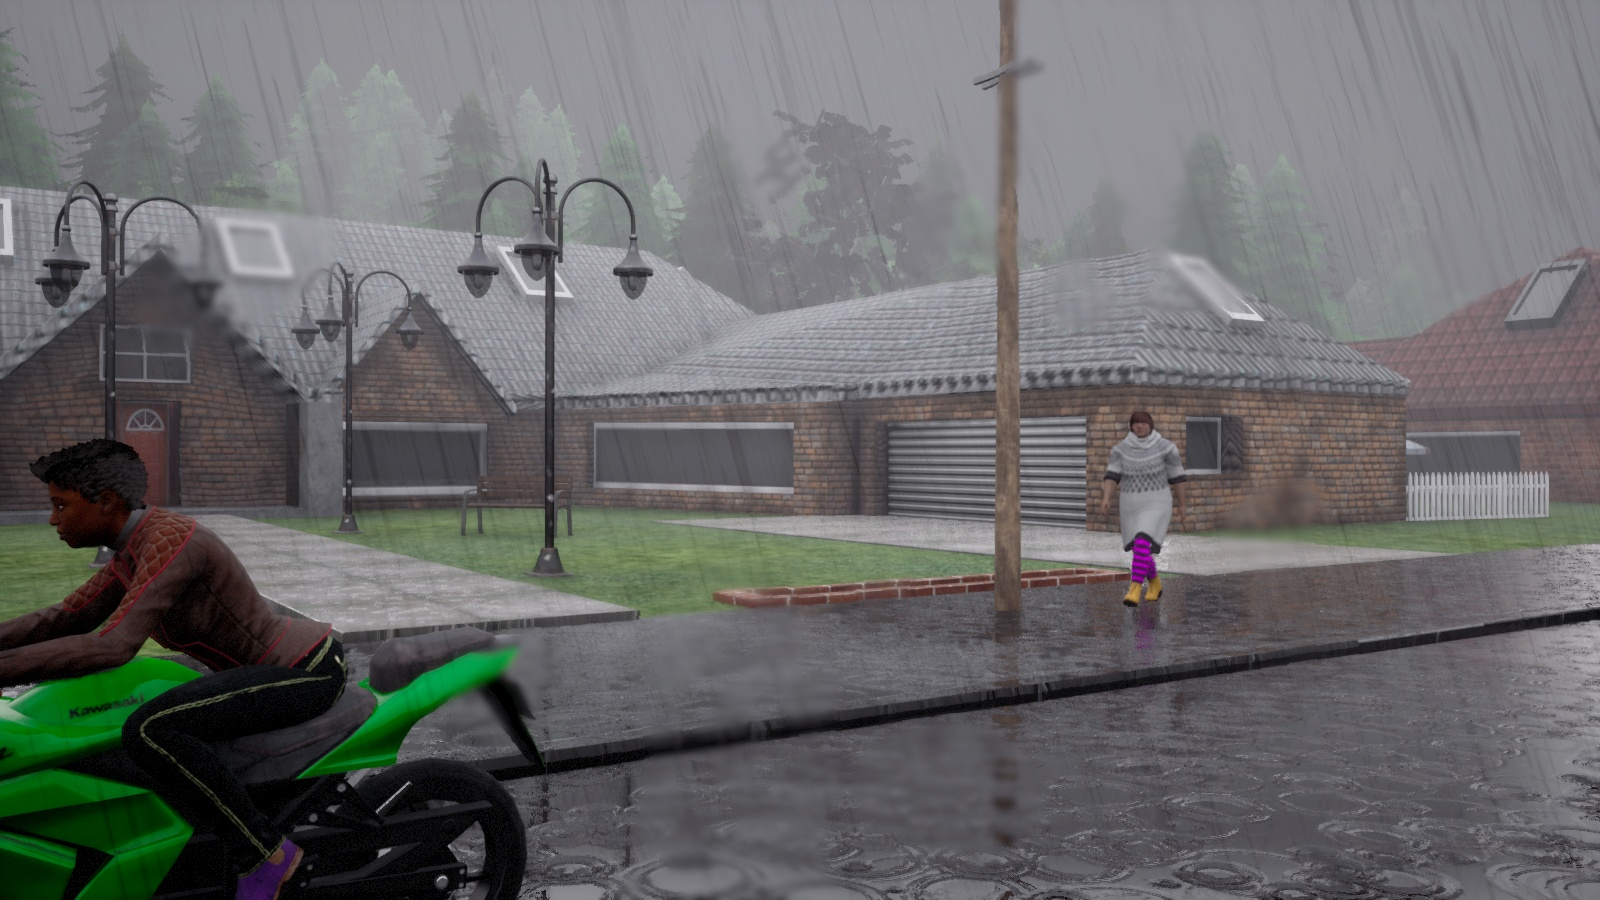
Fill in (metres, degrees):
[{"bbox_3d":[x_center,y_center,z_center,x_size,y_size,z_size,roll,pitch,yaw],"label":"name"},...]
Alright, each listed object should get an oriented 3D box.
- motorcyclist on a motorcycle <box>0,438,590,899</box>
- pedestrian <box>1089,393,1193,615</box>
[{"bbox_3d":[-1.640,0.738,3.165,2.044,1.523,0.797,0,0,-34],"label":"motorcyclist on a motorcycle"},{"bbox_3d":[3.151,0.476,11.576,0.659,1.952,0.873,0,0,35],"label":"pedestrian"}]
